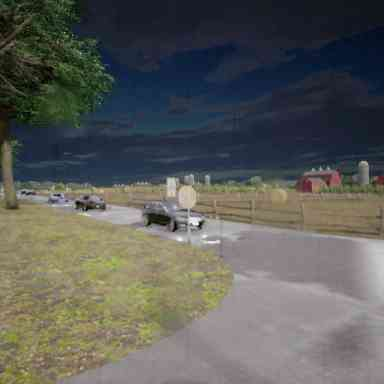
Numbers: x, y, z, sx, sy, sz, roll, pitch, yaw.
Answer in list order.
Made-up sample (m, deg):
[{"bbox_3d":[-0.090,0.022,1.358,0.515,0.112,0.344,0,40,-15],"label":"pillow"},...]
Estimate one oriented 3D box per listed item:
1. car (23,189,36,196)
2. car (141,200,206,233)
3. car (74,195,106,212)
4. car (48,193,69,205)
[{"bbox_3d":[-40.727,0.225,83.888,1.882,1.535,5.008,-1,1,-33],"label":"car"},{"bbox_3d":[-1.150,1.244,18.285,2.128,1.511,4.902,-1,2,-33],"label":"car"},{"bbox_3d":[-9.615,0.987,31.210,1.882,1.535,5.008,-1,1,-33],"label":"car"},{"bbox_3d":[-17.387,0.840,43.153,1.812,1.442,4.674,-1,1,-33],"label":"car"}]
